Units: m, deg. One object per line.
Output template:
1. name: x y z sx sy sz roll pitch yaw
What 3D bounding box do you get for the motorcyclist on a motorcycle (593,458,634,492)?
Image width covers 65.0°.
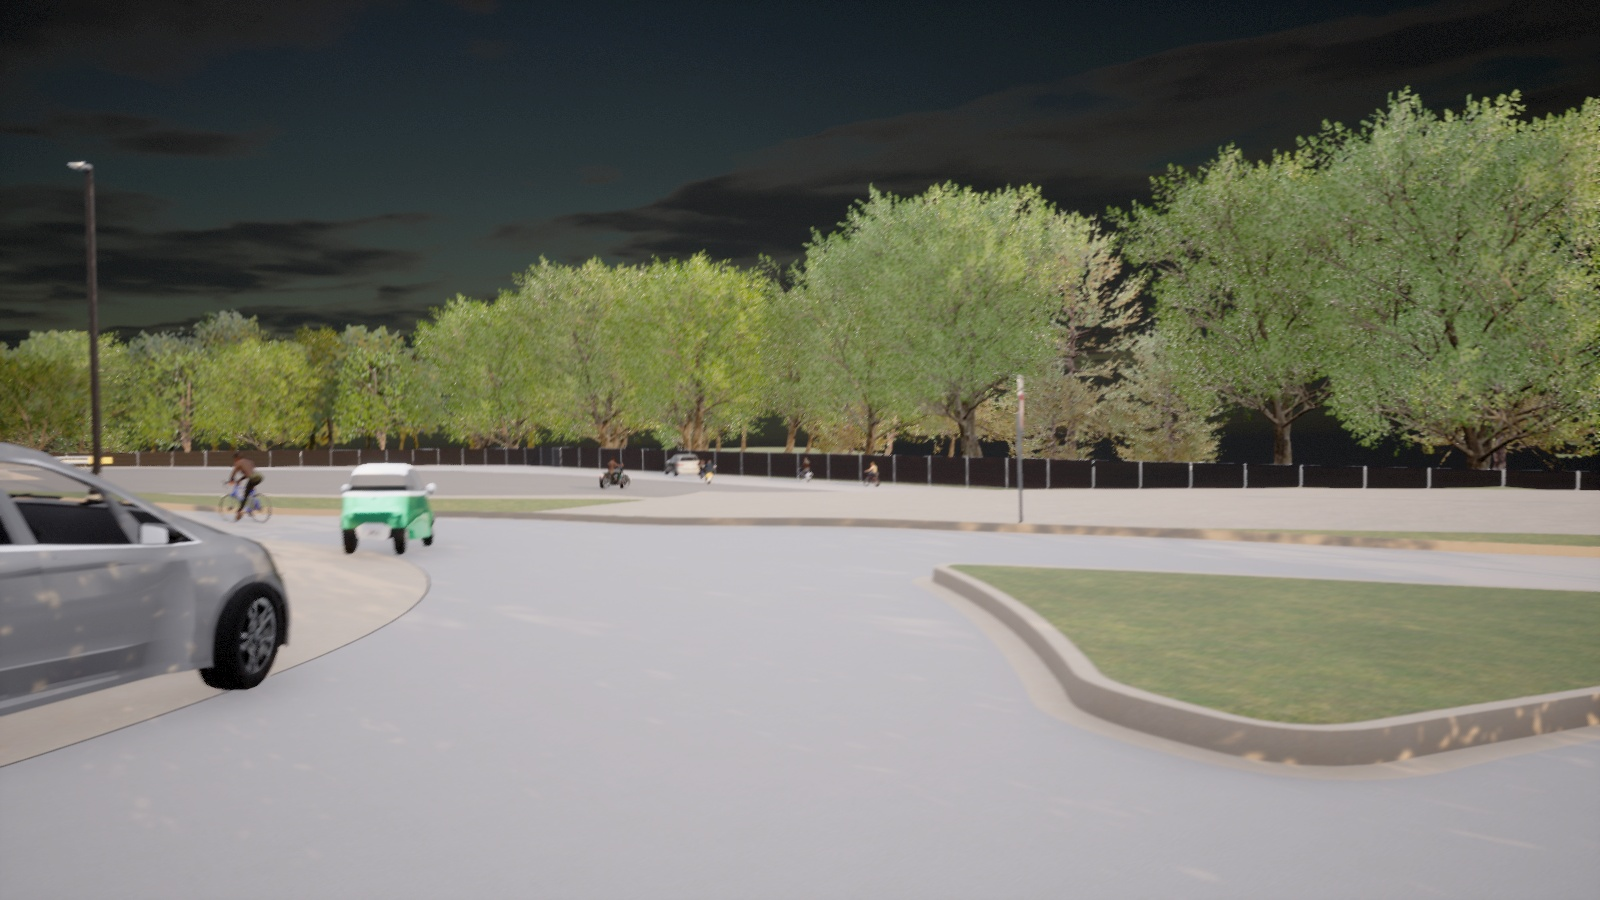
1. motorcyclist on a motorcycle: -9.213 1.255 62.118 0.766 1.649 2.350 0 -1 28

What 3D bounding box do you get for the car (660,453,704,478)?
1. car: -9.277 1.207 98.491 2.242 1.667 4.611 -2 3 -20

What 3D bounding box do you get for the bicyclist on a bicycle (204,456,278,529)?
1. bicyclist on a bicycle: -12.750 0.971 28.638 1.656 1.620 0.582 -1 1 26

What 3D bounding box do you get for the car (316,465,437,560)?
1. car: -6.639 0.943 19.856 1.481 1.376 2.207 0 0 -10

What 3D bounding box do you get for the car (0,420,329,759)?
1. car: -5.012 0.679 7.052 2.242 1.667 4.611 3 1 12
